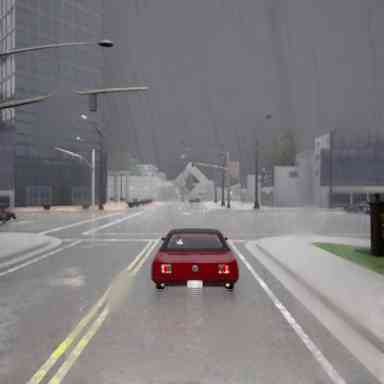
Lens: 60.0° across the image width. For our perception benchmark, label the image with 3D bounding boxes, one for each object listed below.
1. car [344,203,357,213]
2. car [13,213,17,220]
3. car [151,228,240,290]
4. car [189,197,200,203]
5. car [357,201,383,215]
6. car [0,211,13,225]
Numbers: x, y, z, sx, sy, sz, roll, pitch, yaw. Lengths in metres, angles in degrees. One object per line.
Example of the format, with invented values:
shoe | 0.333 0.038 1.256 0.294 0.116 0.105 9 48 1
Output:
car | 19.366 1.686 37.419 4.181 1.385 1.994 0 0 -1
car | -16.983 1.778 26.415 5.357 1.411 2.033 -1 0 0
car | 0.076 1.642 9.162 1.895 1.301 4.718 0 0 0
car | 0.649 1.881 77.215 2.033 1.411 5.357 0 0 12
car | 19.871 1.629 33.925 4.674 1.442 1.812 0 0 -1
car | -15.362 1.549 22.927 4.553 1.767 2.097 -1 0 0
